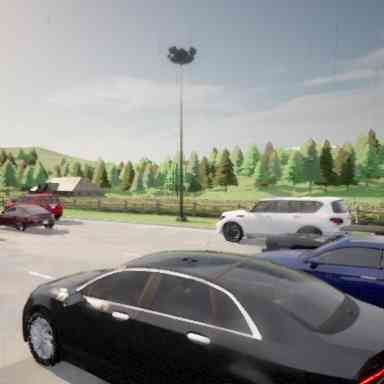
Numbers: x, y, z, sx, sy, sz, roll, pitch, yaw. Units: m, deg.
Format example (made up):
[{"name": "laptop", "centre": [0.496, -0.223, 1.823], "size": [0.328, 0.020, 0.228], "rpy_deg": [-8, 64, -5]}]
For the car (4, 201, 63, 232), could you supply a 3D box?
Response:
[{"name": "car", "centre": [-9.947, 1.483, 19.674], "size": [4.674, 1.442, 1.812], "rpy_deg": [0, 0, 35]}]

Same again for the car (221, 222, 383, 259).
[{"name": "car", "centre": [3.065, 1.523, 6.106], "size": [4.674, 1.442, 1.812], "rpy_deg": [0, 0, 36]}]

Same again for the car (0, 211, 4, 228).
[{"name": "car", "centre": [-11.954, 1.449, 16.823], "size": [4.902, 1.511, 2.128], "rpy_deg": [0, 0, 35]}]

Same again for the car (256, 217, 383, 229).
[{"name": "car", "centre": [4.451, 1.596, 9.416], "size": [4.718, 1.301, 1.895], "rpy_deg": [0, 0, 36]}]

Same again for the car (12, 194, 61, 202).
[{"name": "car", "centre": [-12.241, 1.167, 25.628], "size": [5.566, 2.045, 2.150], "rpy_deg": [0, 0, 36]}]

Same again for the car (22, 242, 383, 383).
[{"name": "car", "centre": [-0.202, 1.499, 4.138], "size": [4.892, 1.490, 1.837], "rpy_deg": [0, 0, 36]}]

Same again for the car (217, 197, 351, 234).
[{"name": "car", "centre": [3.777, 1.210, 14.198], "size": [5.566, 2.045, 2.150], "rpy_deg": [0, 0, 35]}]
